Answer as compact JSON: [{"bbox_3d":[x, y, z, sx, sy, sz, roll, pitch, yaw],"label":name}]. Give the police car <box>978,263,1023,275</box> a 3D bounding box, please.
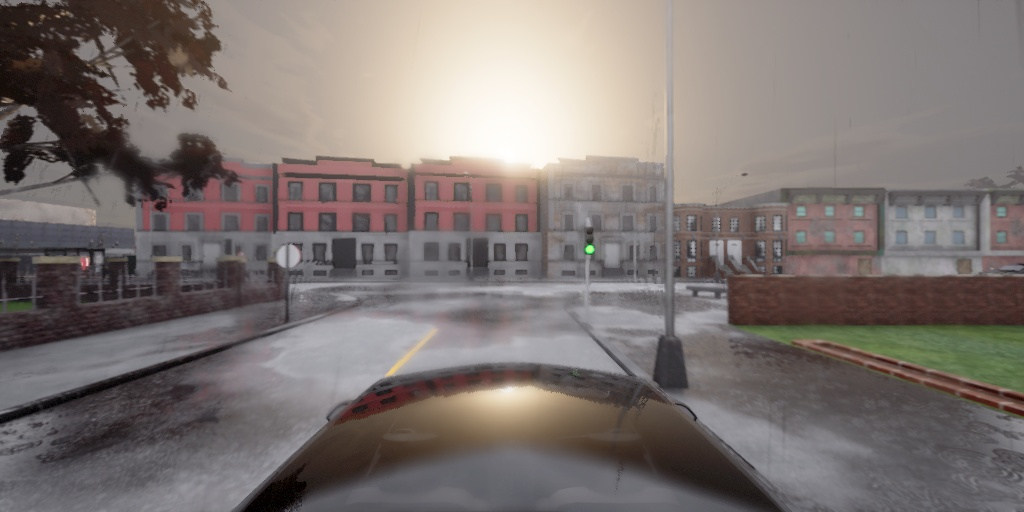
[{"bbox_3d":[36.513,1.305,25.725,4.974,1.542,2.038,0,0,0],"label":"police car"}]
